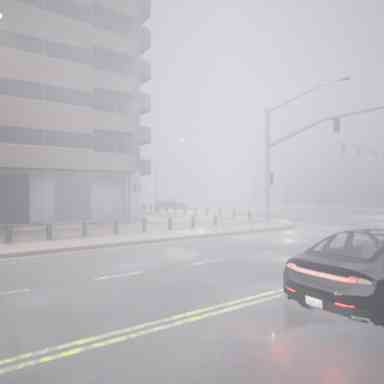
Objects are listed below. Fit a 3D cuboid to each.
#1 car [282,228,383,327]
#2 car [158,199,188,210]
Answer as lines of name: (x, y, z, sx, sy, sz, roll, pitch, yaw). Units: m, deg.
car: (3.876, 1.477, 6.511, 4.902, 1.511, 2.128, 0, 0, -35)
car: (-2.448, 1.499, 42.104, 1.895, 1.301, 4.718, 0, 0, -35)
